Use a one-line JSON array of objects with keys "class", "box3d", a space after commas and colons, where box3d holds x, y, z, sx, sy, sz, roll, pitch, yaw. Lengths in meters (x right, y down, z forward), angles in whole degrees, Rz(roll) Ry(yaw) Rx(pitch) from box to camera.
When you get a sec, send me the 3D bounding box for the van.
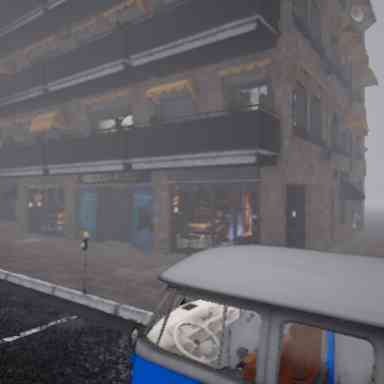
[{"class": "van", "box3d": [1.374, 1.342, 1.897, 3.998, 1.788, 1.690, 0, 0, 35]}]
